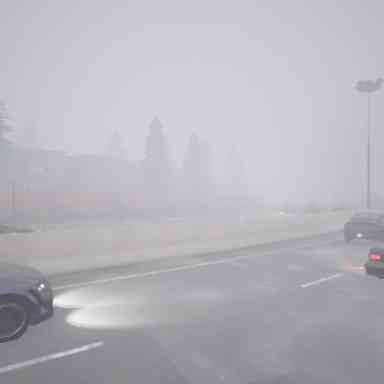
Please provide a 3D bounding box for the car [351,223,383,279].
[{"bbox_3d":[6.753,1.683,9.407,5.357,1.411,2.033,1,-1,-42],"label":"car"}]

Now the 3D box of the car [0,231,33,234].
[{"bbox_3d":[-8.155,1.612,11.143,5.357,1.411,2.033,1,-1,-36],"label":"car"}]

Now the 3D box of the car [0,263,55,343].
[{"bbox_3d":[-4.378,1.590,5.101,4.181,1.385,1.994,1,-1,-35],"label":"car"}]

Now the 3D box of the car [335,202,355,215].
[{"bbox_3d":[19.350,2.042,41.904,1.837,1.490,4.892,0,-1,29],"label":"car"}]

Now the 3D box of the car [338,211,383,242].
[{"bbox_3d":[9.271,1.728,16.702,4.892,1.490,1.837,1,-1,-45],"label":"car"}]
